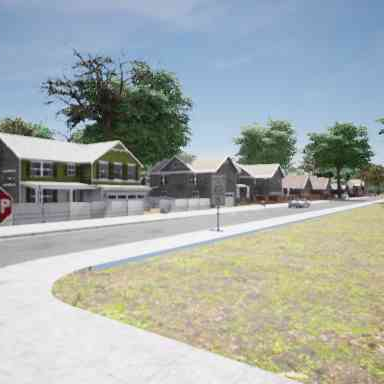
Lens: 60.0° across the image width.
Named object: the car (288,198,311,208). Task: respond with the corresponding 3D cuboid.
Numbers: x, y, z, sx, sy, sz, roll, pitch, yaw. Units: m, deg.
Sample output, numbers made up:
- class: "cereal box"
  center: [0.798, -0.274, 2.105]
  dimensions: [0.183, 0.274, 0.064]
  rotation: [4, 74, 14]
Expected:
- class: "car"
  center: [14.919, 1.548, 46.219]
  dimensions: [1.895, 1.301, 4.718]
  rotation: [0, 0, 35]
